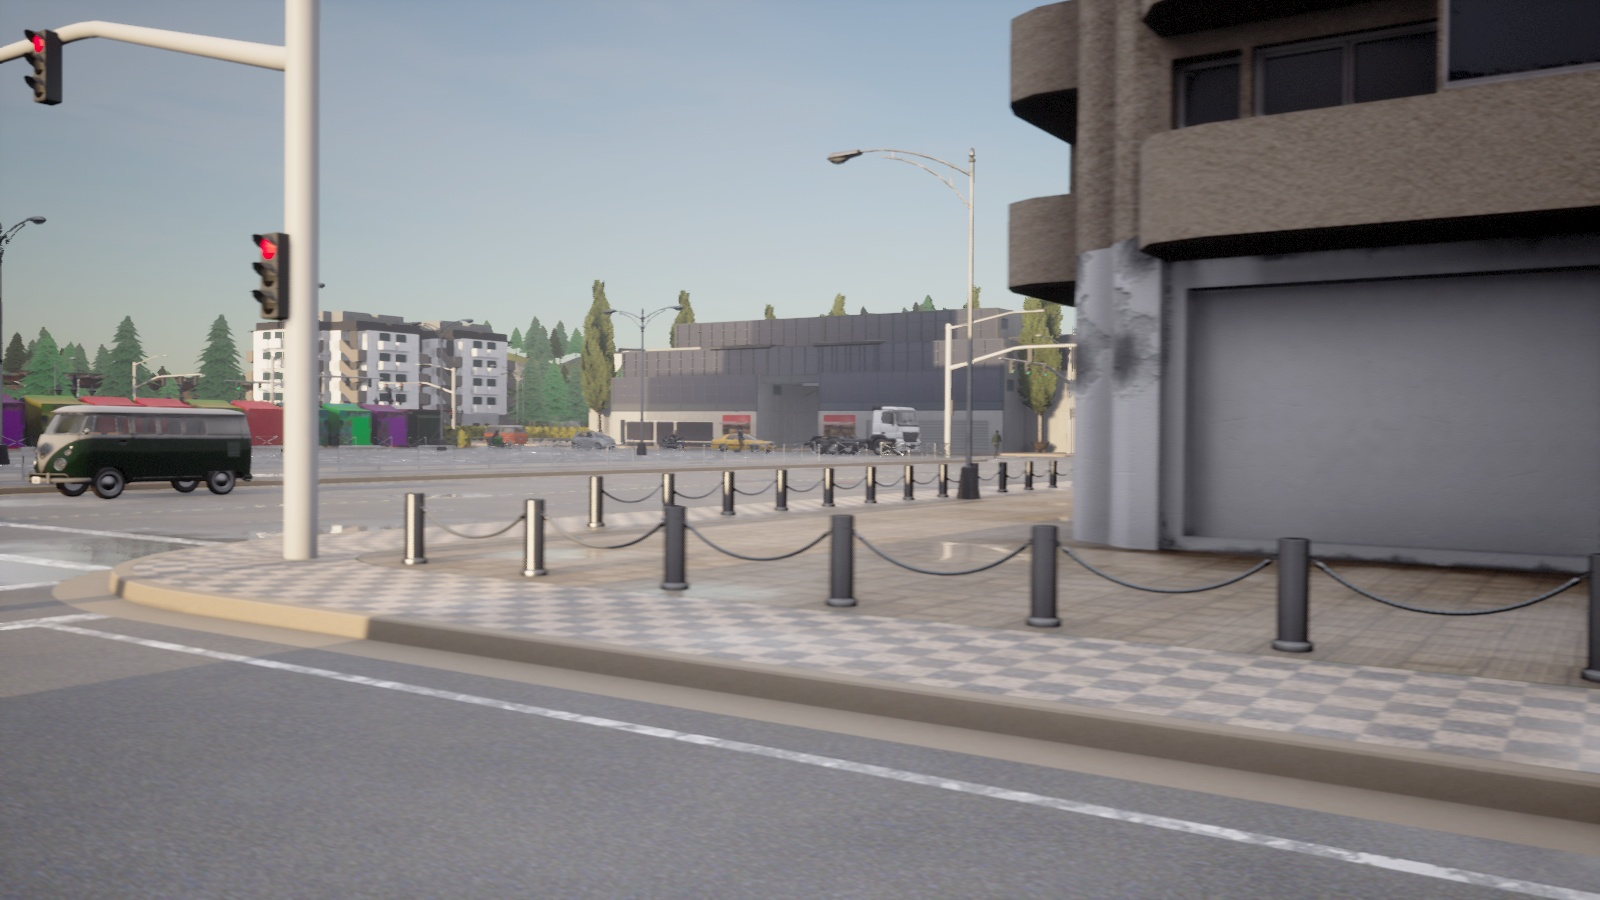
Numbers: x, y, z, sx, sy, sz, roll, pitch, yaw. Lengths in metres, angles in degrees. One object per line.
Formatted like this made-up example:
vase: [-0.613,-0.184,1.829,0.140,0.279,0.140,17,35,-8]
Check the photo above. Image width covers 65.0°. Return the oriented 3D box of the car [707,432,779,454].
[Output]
car: [-4.228,-0.507,92.605,5.366,1.575,1.801,0,1,35]

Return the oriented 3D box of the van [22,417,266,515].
van: [-14.389,0.289,27.800,1.775,1.987,4.442,0,1,33]

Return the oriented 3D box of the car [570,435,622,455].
car: [-15.645,-0.380,96.359,3.633,1.501,1.845,0,1,35]

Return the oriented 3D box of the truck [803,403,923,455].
truck: [4.286,-1.424,86.613,7.936,3.462,2.891,0,1,35]
